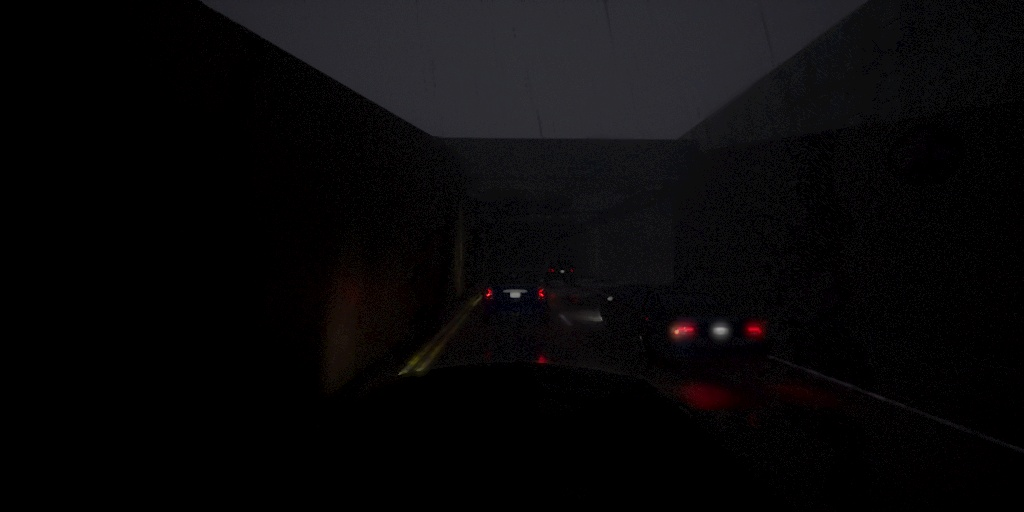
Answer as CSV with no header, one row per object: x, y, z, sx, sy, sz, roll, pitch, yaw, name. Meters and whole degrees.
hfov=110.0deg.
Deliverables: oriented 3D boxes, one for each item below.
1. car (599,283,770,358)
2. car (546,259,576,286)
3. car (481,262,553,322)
3.599,1.364,8.690,2.033,1.411,5.357,0,-1,0,car
3.602,1.225,28.313,2.150,2.045,5.566,0,-1,0,car
0.099,1.208,12.853,2.097,1.767,4.553,0,-1,0,car
